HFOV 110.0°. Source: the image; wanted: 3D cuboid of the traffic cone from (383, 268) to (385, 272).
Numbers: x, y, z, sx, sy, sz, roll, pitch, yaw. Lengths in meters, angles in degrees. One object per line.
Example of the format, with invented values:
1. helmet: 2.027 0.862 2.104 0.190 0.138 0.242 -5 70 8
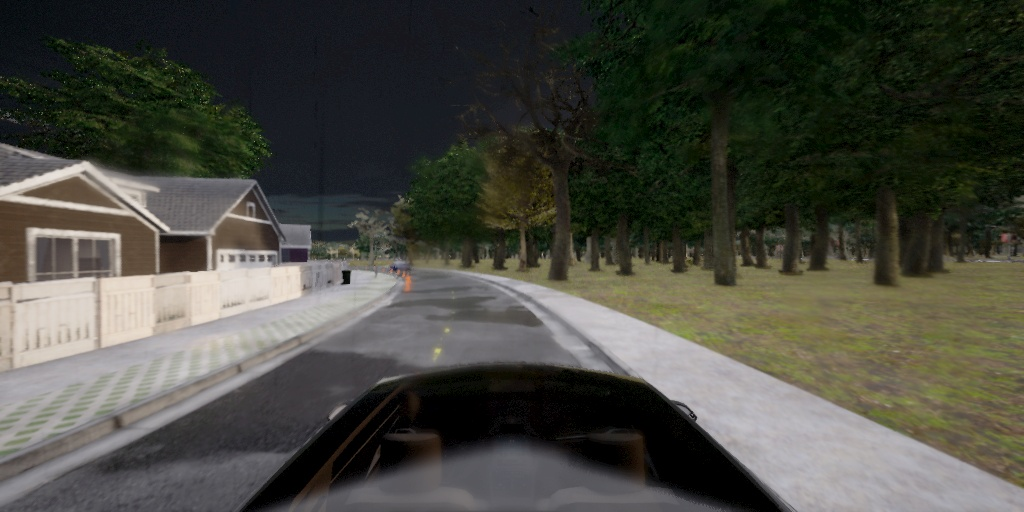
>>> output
1. traffic cone: -17.047 1.776 47.682 0.340 0.580 0.340 0 0 -32

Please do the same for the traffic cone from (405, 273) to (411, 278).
1. traffic cone: -7.241 1.709 25.507 0.340 0.580 0.340 0 0 -16

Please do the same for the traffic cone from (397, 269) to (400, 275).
1. traffic cone: -12.397 1.743 39.142 0.340 0.580 0.340 0 0 -25

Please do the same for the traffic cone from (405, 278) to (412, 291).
1. traffic cone: -6.028 1.704 20.798 0.340 0.580 0.340 0 0 -13

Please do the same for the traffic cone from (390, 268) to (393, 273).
1. traffic cone: -14.605 1.758 43.476 0.340 0.580 0.340 0 0 -29

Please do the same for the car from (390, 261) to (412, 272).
1. car: -14.740 1.328 47.471 1.812 1.442 4.674 0 0 -31
